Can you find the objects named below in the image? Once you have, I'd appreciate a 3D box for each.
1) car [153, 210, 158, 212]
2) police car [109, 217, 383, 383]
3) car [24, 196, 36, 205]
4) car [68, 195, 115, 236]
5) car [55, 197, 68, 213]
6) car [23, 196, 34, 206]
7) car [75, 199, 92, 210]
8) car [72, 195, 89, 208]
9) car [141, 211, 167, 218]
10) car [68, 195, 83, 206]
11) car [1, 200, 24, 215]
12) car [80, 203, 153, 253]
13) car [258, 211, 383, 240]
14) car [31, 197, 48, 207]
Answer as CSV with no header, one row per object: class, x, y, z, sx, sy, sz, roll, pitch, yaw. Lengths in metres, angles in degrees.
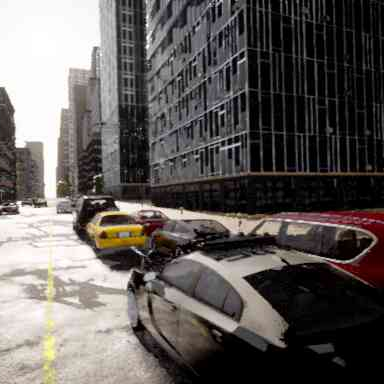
car,-2.213,1.506,15.888,1.887,1.381,4.507,0,0,-23
police car,0.520,1.387,4.415,1.930,1.638,5.238,-1,0,-27
car,-35.815,1.786,73.625,2.192,1.841,5.009,0,0,-23
car,-5.647,1.236,19.170,2.150,2.045,5.566,-1,0,-24
car,-15.350,1.657,39.986,1.812,1.442,4.674,-1,0,-22
car,-31.498,1.942,63.455,1.887,1.381,4.507,0,0,-23
car,-15.156,1.676,46.392,1.947,1.339,4.313,0,0,-23
car,-17.316,1.454,51.477,2.192,1.841,5.009,0,0,-23
car,-0.055,1.509,10.803,1.947,1.339,4.313,0,0,-23
car,-21.631,1.516,61.645,2.192,1.841,5.009,0,0,-23
car,-20.712,1.825,38.035,1.802,1.307,4.206,0,0,-23
car,-3.330,1.448,13.785,1.801,1.575,5.366,-1,0,-23
car,2.101,1.241,5.720,2.192,1.841,5.009,0,0,-23
car,-25.433,1.855,56.022,1.994,1.385,4.181,-1,0,-23
